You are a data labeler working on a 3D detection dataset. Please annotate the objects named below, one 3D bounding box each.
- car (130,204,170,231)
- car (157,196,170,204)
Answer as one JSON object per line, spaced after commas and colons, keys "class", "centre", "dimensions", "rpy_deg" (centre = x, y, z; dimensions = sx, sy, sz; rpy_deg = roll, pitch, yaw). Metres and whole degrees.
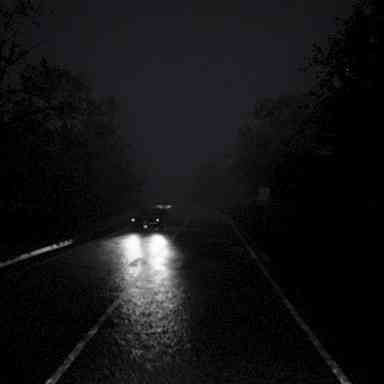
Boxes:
{"class": "car", "centre": [-2.598, 1.707, 21.443], "dimensions": [1.895, 1.301, 4.718], "rpy_deg": [0, 0, 3]}
{"class": "car", "centre": [-5.457, 1.593, 63.717], "dimensions": [2.097, 1.767, 4.553], "rpy_deg": [1, 0, -12]}
